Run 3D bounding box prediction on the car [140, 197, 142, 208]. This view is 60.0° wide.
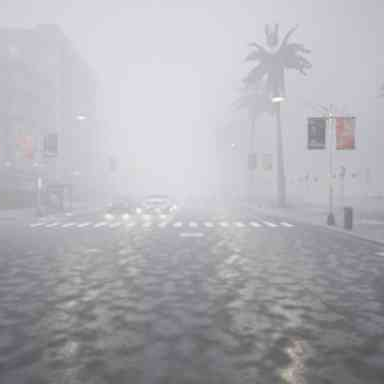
[{"bbox_3d":[-7.027,1.365,42.531,1.994,1.385,4.181,0,0,0],"label":"car"}]

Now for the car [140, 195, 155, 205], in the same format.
[{"bbox_3d":[-6.988,1.279,52.683,1.812,1.442,4.674,0,0,0],"label":"car"}]

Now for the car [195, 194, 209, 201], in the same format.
[{"bbox_3d":[2.174,1.136,73.053,1.882,1.535,5.008,0,0,-12],"label":"car"}]

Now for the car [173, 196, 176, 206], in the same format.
[{"bbox_3d":[-3.506,1.317,44.610,1.812,1.442,4.674,0,0,1],"label":"car"}]

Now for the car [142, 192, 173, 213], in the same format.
[{"bbox_3d":[-3.520,1.057,35.100,2.150,2.045,5.566,0,0,1],"label":"car"}]

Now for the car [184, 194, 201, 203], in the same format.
[{"bbox_3d":[0.038,1.201,59.174,1.882,1.535,5.008,0,-1,-1],"label":"car"}]

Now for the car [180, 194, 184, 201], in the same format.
[{"bbox_3d":[-1.449,1.196,73.469,2.033,1.411,5.357,0,0,-12],"label":"car"}]

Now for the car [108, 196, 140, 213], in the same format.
[{"bbox_3d":[-7.033,1.193,33.902,2.097,1.767,4.553,0,0,1],"label":"car"}]

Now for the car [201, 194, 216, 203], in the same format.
[{"bbox_3d":[3.387,1.197,62.743,2.128,1.511,4.902,0,0,-4],"label":"car"}]
